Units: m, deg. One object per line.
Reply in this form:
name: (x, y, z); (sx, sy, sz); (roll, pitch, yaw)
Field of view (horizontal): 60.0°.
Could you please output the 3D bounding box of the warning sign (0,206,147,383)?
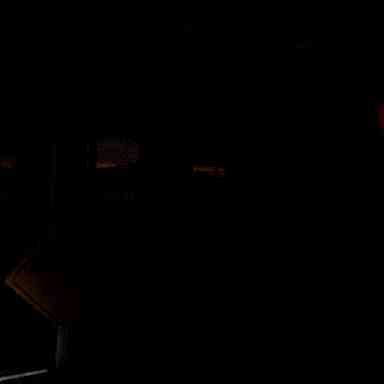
warning sign: (-1.379, 1.124, 3.613); (1.060, 1.860, 1.300); (3, -1, 35)
